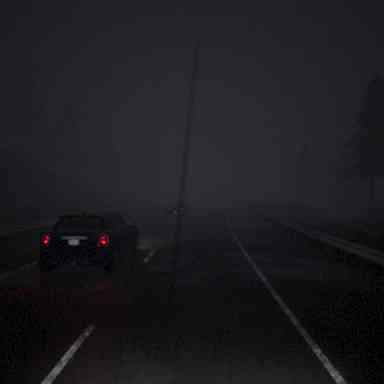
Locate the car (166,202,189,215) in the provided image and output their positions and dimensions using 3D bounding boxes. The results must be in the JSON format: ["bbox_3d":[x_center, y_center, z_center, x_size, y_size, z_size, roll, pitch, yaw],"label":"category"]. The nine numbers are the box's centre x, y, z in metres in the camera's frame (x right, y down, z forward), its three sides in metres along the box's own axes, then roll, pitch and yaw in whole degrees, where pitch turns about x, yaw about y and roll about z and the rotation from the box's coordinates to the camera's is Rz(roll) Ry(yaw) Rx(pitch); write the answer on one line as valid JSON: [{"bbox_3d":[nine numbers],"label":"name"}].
[{"bbox_3d":[-1.428,1.753,35.330,1.895,1.301,4.718,0,0,6],"label":"car"}]

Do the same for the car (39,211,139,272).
[{"bbox_3d":[-3.141,1.398,11.147,2.097,1.767,4.553,0,0,2],"label":"car"}]

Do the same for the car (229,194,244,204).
[{"bbox_3d":[9.513,1.552,73.196,2.150,2.045,5.566,0,0,13],"label":"car"}]
